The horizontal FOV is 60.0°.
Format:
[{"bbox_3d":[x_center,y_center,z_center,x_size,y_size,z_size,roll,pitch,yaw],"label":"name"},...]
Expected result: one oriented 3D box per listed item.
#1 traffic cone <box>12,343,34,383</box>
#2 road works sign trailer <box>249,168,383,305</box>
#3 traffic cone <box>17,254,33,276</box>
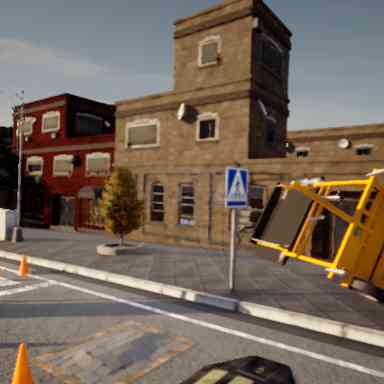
[{"bbox_3d":[-1.906,2.005,3.741,0.340,0.580,0.340,0,-1,37],"label":"traffic cone"},{"bbox_3d":[2.565,0.544,7.429,2.880,2.380,3.560,30,-9,-15],"label":"road works sign trailer"},{"bbox_3d":[-4.904,2.109,9.744,0.340,0.580,0.340,-1,-1,37],"label":"traffic cone"}]
